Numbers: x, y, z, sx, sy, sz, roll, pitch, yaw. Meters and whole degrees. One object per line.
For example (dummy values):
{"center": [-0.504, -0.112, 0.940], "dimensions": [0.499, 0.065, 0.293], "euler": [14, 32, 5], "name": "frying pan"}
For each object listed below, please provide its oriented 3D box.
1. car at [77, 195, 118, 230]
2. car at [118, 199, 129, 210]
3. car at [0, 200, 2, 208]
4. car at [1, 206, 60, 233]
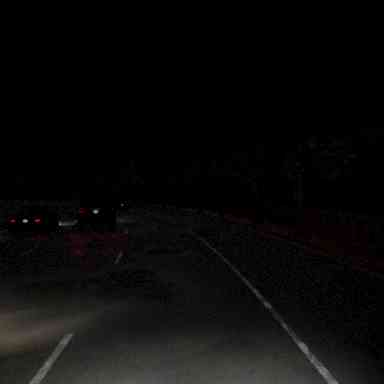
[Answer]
{"center": [-6.101, 1.220, 21.633], "dimensions": [2.150, 2.045, 5.566], "euler": [0, 0, -13], "name": "car"}
{"center": [-9.194, 1.548, 41.679], "dimensions": [1.994, 1.385, 4.181], "euler": [0, 0, -24], "name": "car"}
{"center": [-29.065, 1.612, 48.904], "dimensions": [2.128, 1.511, 4.902], "euler": [0, 0, -33], "name": "car"}
{"center": [-9.241, 1.562, 19.798], "dimensions": [2.033, 1.411, 5.357], "euler": [0, 0, -12], "name": "car"}
